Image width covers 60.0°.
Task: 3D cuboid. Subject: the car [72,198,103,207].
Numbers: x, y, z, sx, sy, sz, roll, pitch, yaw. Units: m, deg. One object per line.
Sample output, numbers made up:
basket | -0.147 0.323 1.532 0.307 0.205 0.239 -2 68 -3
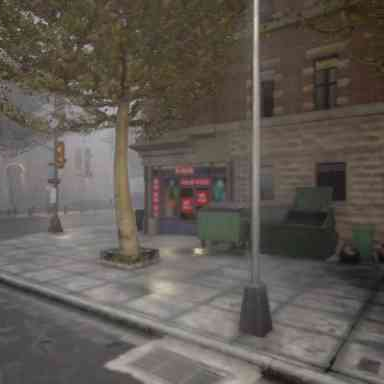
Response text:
car | -14.468 1.489 47.076 1.895 1.301 4.718 0 0 36

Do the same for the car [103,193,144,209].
car | -8.476 1.140 43.997 2.150 2.045 5.566 0 0 36
